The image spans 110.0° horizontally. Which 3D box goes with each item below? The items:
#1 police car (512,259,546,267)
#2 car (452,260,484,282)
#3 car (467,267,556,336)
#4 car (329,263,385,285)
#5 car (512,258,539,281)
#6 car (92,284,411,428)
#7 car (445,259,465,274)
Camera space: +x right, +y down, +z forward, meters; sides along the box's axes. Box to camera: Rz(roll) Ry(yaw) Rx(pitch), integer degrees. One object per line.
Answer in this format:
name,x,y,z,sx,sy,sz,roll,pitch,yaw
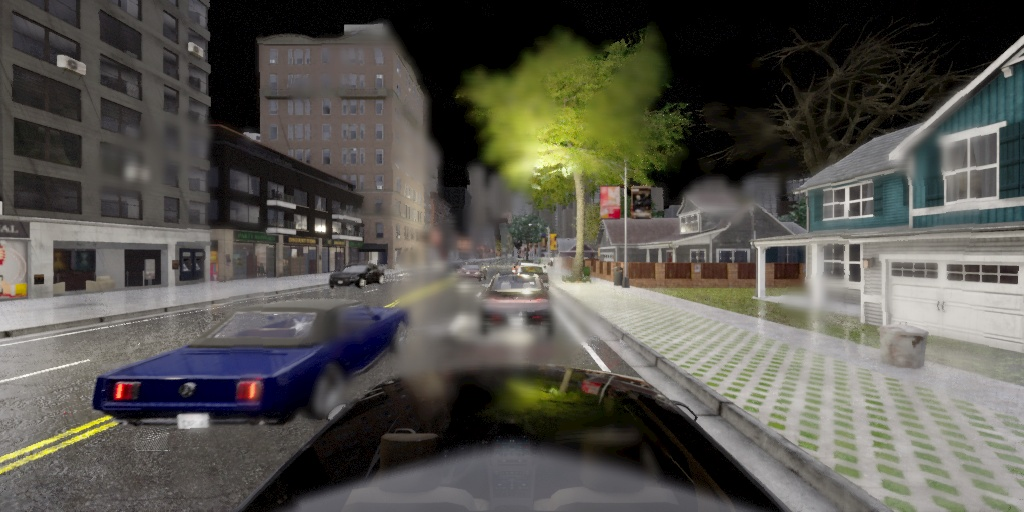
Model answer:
police car,1.053,1.165,20.597,1.930,1.638,5.238,0,0,0
car,-3.045,1.280,28.376,2.033,1.411,5.357,0,0,1
car,0.134,1.239,10.348,2.128,1.511,4.902,0,0,0
car,-9.761,1.215,22.904,1.882,1.535,5.008,0,0,0
car,1.094,1.082,30.457,2.097,1.767,4.553,0,0,0
car,-3.133,1.350,5.767,1.895,1.301,4.718,0,0,0
car,-6.436,1.321,41.430,1.895,1.301,4.718,0,0,0
